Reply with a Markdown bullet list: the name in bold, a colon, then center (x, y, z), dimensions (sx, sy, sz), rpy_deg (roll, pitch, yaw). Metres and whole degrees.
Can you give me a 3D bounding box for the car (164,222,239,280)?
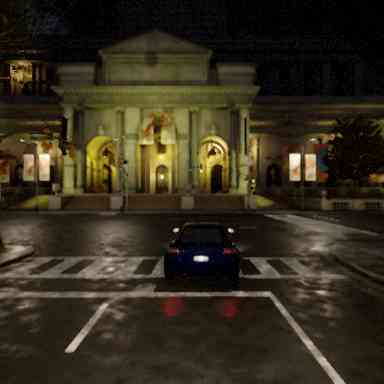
- **car**: center (0.342, 1.612, 10.174), dimensions (1.994, 1.385, 4.181), rpy_deg (0, 0, 3)
